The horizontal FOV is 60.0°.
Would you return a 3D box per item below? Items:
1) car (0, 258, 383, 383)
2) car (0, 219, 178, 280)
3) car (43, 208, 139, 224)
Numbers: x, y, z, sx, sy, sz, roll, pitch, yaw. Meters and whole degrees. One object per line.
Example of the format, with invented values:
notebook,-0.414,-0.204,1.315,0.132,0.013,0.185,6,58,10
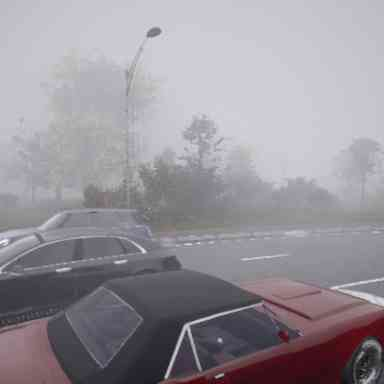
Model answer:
car,0.166,1.587,3.595,4.718,1.301,1.895,0,0,-32
car,-2.509,1.465,6.150,4.892,1.490,1.837,0,0,-33
car,-3.427,1.290,9.660,4.553,1.767,2.097,0,0,-32
